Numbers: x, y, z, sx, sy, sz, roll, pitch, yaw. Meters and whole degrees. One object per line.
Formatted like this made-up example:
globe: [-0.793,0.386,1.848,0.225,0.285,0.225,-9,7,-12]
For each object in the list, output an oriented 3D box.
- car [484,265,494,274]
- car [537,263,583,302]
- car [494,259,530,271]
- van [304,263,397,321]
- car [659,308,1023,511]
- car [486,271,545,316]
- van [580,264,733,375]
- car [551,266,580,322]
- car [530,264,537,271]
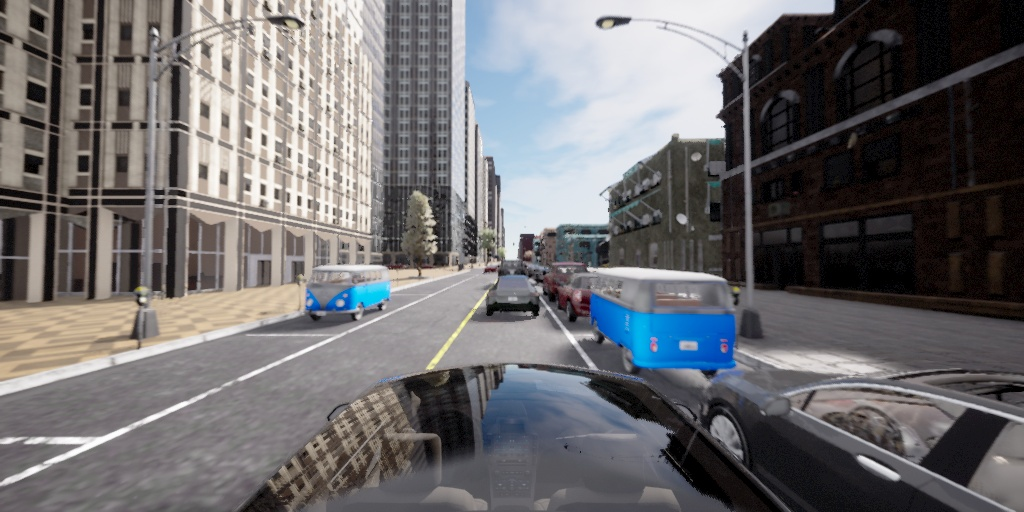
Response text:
car: [-3.104,1.918,52.423,1.895,1.301,4.718,0,-1,0]
car: [2.684,1.253,18.273,2.192,1.841,5.009,0,0,0]
car: [0.024,1.272,28.132,2.150,2.045,5.566,0,0,0]
van: [-5.695,1.218,12.788,1.690,1.789,3.998,0,0,0]
car: [2.691,1.302,1.840,2.007,1.370,4.403,0,0,0]
car: [0.041,1.458,14.263,1.994,1.385,4.181,0,-1,0]
van: [2.689,1.155,7.318,1.690,1.789,3.998,0,0,0]
car: [2.686,1.317,12.795,1.967,1.591,4.097,0,0,0]
car: [2.680,1.627,29.227,1.948,1.339,4.313,0,0,0]
